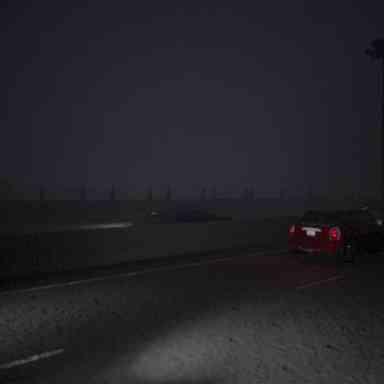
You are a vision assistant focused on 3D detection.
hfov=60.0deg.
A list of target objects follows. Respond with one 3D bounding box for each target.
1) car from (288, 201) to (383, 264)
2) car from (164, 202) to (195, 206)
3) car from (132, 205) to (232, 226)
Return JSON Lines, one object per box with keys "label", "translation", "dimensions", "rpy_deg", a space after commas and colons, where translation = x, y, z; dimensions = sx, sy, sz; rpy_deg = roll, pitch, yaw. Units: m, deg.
{"label": "car", "translation": [5.597, 1.359, 12.038], "dimensions": [4.553, 1.767, 2.097], "rpy_deg": [0, 0, -35]}
{"label": "car", "translation": [-1.182, 1.487, 24.644], "dimensions": [5.008, 1.535, 1.882], "rpy_deg": [0, 0, -35]}
{"label": "car", "translation": [-0.342, 1.552, 16.645], "dimensions": [5.357, 1.411, 2.033], "rpy_deg": [0, 0, -35]}
